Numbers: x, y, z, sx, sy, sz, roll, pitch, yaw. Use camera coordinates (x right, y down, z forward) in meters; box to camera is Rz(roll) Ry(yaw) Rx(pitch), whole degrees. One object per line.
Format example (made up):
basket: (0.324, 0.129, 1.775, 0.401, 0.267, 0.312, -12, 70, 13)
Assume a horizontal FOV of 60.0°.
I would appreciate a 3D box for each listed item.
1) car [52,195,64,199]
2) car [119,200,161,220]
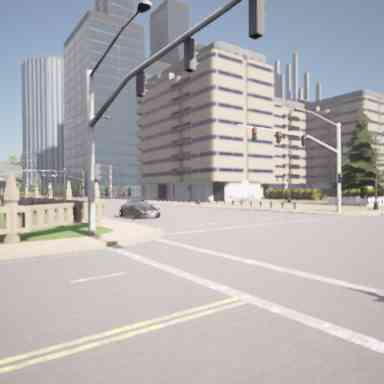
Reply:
car: (-18.800, 1.190, 46.818, 2.097, 1.767, 4.553, -1, 0, -36)
car: (-4.241, 1.386, 26.424, 1.812, 1.442, 4.674, -1, 1, -36)
